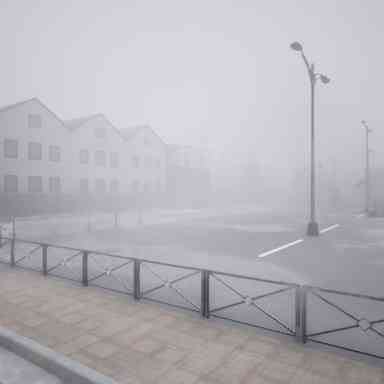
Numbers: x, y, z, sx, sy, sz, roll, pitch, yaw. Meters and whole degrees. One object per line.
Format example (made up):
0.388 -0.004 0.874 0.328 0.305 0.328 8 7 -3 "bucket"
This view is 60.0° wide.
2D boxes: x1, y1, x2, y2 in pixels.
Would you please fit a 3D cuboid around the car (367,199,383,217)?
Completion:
15.407 1.297 26.815 2.007 1.523 4.514 0 0 35 "car"
